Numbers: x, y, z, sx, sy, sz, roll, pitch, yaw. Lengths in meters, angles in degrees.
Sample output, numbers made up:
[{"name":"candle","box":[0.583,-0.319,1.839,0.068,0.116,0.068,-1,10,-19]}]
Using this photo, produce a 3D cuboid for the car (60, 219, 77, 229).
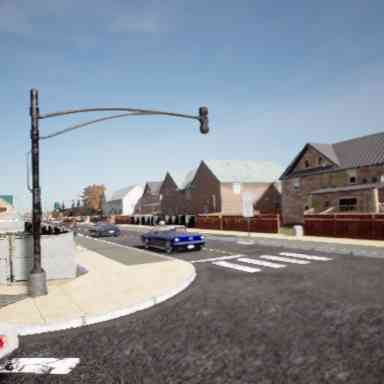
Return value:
[{"name":"car","box":[-18.207,4.690,48.862,1.882,1.535,5.008,-1,-4,-29]}]

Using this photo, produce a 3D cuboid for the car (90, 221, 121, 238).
[{"name":"car","box":[-7.897,3.356,30.241,1.994,1.385,4.181,-1,-3,-29]}]

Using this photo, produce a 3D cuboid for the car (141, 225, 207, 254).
[{"name":"car","box":[-1.121,2.491,18.115,1.895,1.301,4.718,-1,-3,-29]}]

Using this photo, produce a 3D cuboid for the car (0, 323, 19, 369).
[{"name":"car","box":[-4.841,2.115,4.033,4.718,1.301,1.895,-3,-4,6]}]
